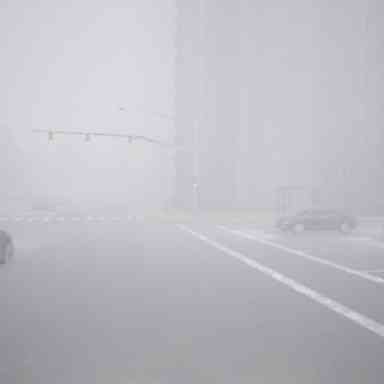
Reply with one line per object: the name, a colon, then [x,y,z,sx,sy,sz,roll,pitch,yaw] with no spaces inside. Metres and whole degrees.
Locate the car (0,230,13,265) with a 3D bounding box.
car: [-6.121,1.442,8.451,2.128,1.511,4.902,1,0,-12]

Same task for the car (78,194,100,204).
car: [-17.340,1.108,55.939,2.097,1.767,4.553,1,0,8]

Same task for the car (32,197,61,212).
car: [-15.895,1.296,36.036,1.837,1.490,4.892,1,0,-12]

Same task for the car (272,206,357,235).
car: [7.111,1.618,19.379,4.892,1.490,1.837,1,0,-12]

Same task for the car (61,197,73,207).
car: [-17.761,1.325,45.802,1.994,1.385,4.181,1,0,-7]

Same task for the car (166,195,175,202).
car: [-3.442,1.417,72.601,4.674,1.442,1.812,1,0,-36]
